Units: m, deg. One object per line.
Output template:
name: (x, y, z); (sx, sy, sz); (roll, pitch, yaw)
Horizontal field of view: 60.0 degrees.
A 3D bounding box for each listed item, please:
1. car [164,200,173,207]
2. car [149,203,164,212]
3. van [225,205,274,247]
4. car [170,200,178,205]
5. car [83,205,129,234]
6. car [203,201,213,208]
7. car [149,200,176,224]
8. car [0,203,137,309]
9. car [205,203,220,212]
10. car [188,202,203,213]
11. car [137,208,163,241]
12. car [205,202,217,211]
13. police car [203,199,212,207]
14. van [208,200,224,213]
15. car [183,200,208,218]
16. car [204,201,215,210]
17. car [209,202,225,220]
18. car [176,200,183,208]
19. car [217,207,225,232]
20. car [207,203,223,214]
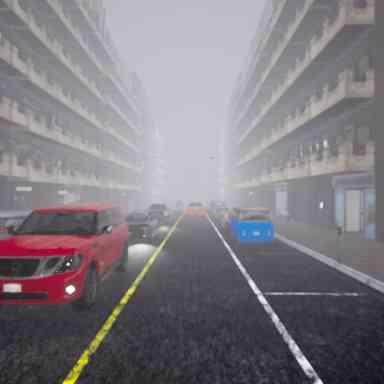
car: (-5.103, 2.591, 72.946); (1.752, 1.417, 4.829); (0, -1, 0)
car: (-5.292, 2.297, 50.379); (1.802, 1.307, 4.206); (0, -1, 0)
van: (2.801, 1.582, 16.205); (1.690, 1.788, 3.998); (0, -1, 0)
car: (-4.959, 2.885, 90.167); (1.887, 1.381, 4.507); (0, -1, 0)
car: (-5.542, 1.732, 21.961); (1.967, 1.590, 4.097); (0, -1, 0)
car: (3.231, 2.591, 67.358); (1.802, 1.307, 4.206); (-1, -1, 0)
car: (-2.832, 1.745, 28.203); (2.097, 1.767, 4.553); (0, -1, 1)
car: (-3.045, 1.331, 8.460); (2.150, 2.045, 5.566); (0, -1, 0)
car: (3.088, 2.311, 50.306); (1.947, 1.339, 4.313); (0, -1, 0)
car: (0.487, 2.248, 48.002); (2.033, 1.411, 5.357); (0, -1, 1)
car: (-2.946, 1.809, 17.970); (1.994, 1.385, 4.181); (0, -1, 2)
car: (3.135, 2.414, 55.989); (1.802, 1.307, 4.206); (-1, -1, 0)
police car: (3.652, 2.626, 79.387); (1.930, 1.638, 5.238); (0, -1, 0)
van: (2.990, 1.915, 38.942); (1.690, 1.788, 3.998); (0, -1, 0)
car: (0.388, 1.889, 37.138); (2.097, 1.767, 4.553); (0, -1, 1)
car: (3.183, 2.465, 61.674); (1.887, 1.381, 4.507); (-1, -1, 0)
car: (2.945, 2.017, 33.425); (1.752, 1.417, 4.829); (0, -1, 0)
car: (-2.451, 2.492, 67.669); (1.837, 1.490, 4.892); (0, -1, 1)
car: (2.849, 1.905, 21.885); (1.802, 1.307, 4.206); (0, -1, 0)
car: (3.040, 2.241, 44.622); (1.802, 1.307, 4.206); (0, -1, 0)
